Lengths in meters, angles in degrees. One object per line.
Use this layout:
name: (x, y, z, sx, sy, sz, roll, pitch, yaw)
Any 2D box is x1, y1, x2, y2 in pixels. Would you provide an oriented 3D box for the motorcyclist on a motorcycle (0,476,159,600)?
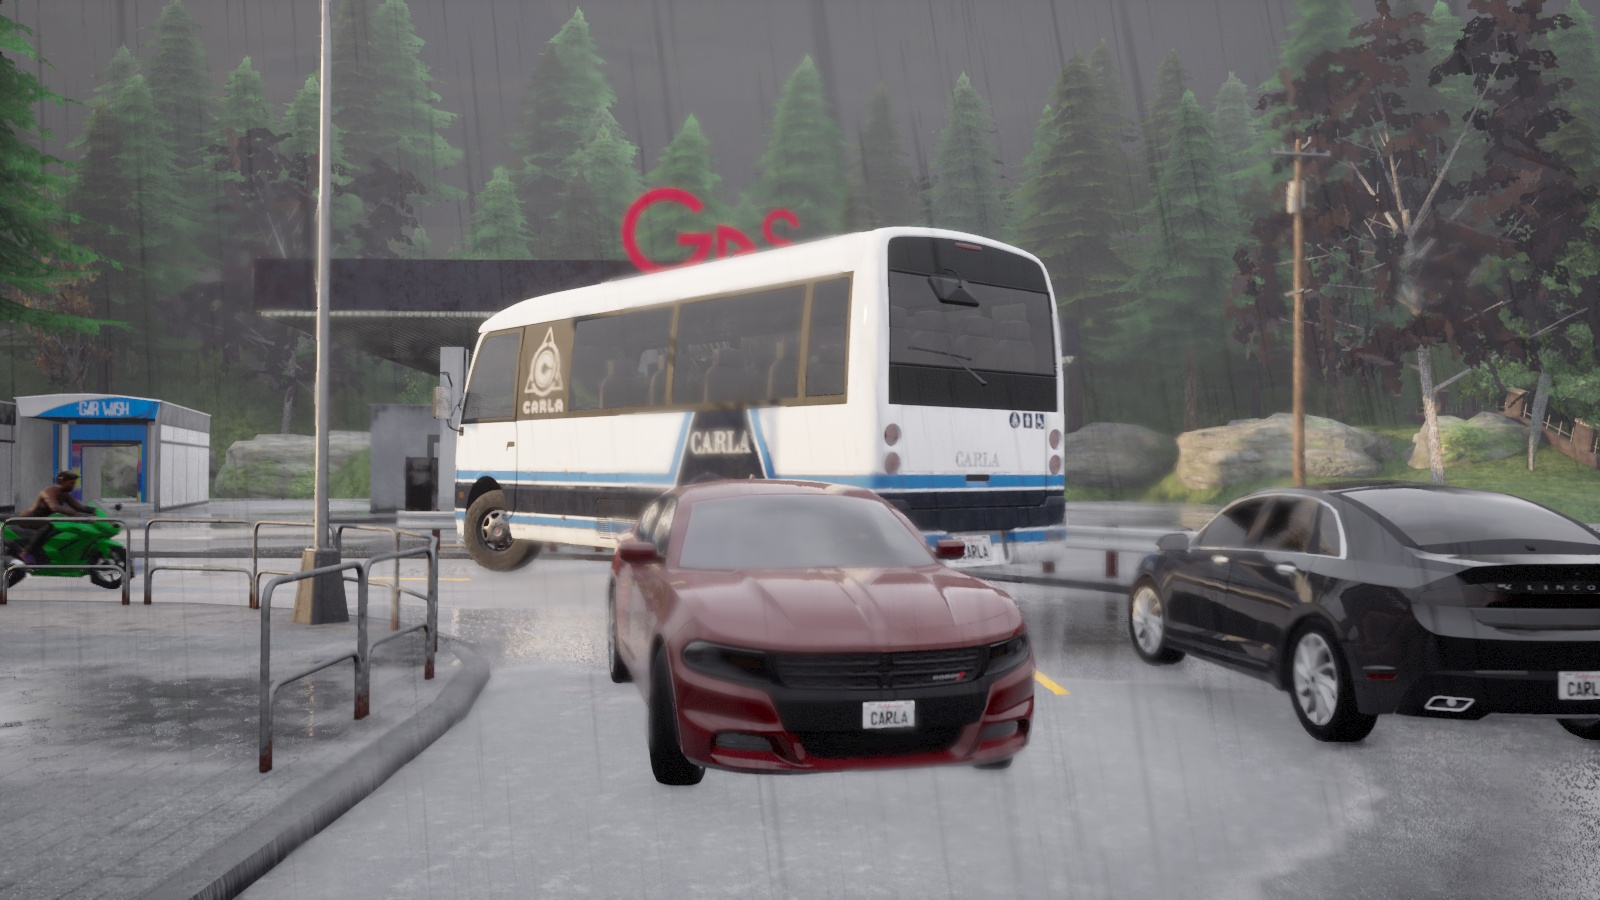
motorcyclist on a motorcycle: (-9.393, 1.103, 16.012, 2.044, 1.523, 0.797, 0, -1, 1)

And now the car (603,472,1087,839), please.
car: (-0.144, 0.928, 8.041, 1.882, 1.535, 5.008, 0, -1, -13)

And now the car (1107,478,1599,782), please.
car: (3.813, 0.953, 8.782, 1.837, 1.490, 4.892, 0, -1, -4)

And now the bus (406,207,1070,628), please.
bus: (-1.577, -0.259, 17.858, 3.944, 4.253, 10.273, 0, -1, -41)
